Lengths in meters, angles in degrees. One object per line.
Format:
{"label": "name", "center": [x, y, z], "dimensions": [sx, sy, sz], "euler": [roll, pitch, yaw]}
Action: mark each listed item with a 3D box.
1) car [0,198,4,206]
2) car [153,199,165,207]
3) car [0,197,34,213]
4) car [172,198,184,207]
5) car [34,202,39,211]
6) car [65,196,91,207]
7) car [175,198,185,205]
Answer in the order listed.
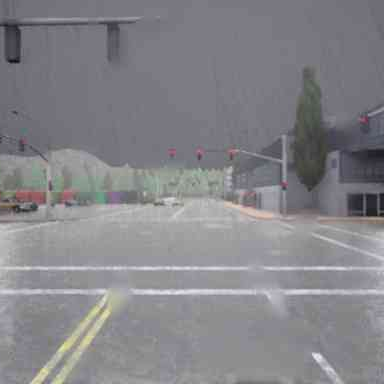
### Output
{"label": "car", "center": [-38.769, 1.971, 64.064], "dimensions": [3.905, 1.438, 1.784], "euler": [0, -1, 0]}
{"label": "car", "center": [-6.385, 2.095, 65.607], "dimensions": [1.882, 1.535, 5.008], "euler": [0, -1, 2]}
{"label": "car", "center": [-21.394, 1.520, 38.630], "dimensions": [4.605, 1.855, 1.932], "euler": [0, -1, 0]}
{"label": "car", "center": [-2.898, 2.093, 65.330], "dimensions": [1.882, 1.535, 5.008], "euler": [0, 0, 2]}
{"label": "car", "center": [-21.333, 1.550, 41.524], "dimensions": [3.866, 1.878, 1.905], "euler": [0, -1, 0]}
{"label": "car", "center": [-21.320, 1.735, 61.147], "dimensions": [3.866, 1.878, 1.905], "euler": [0, -1, 0]}
{"label": "car", "center": [-2.667, 1.997, 72.416], "dimensions": [1.837, 1.490, 4.892], "euler": [0, -1, 2]}
